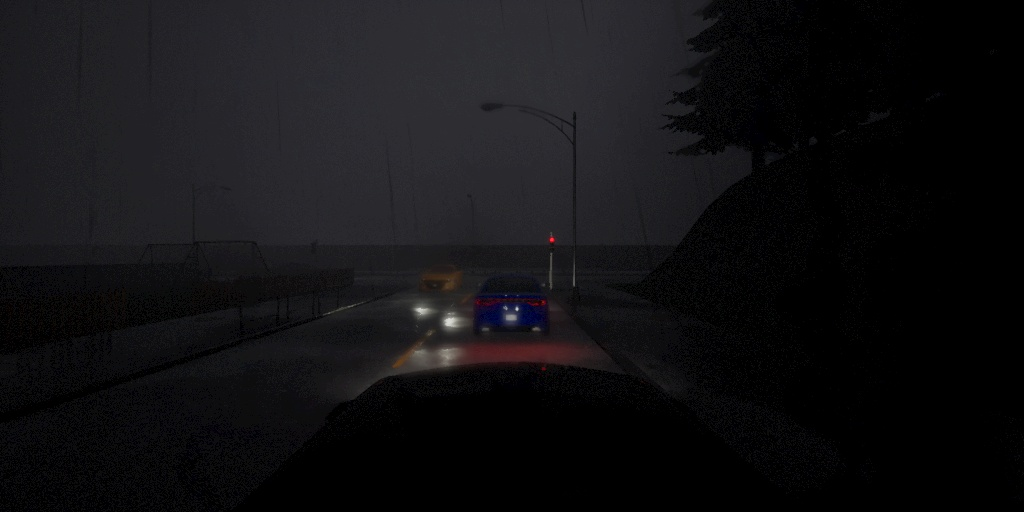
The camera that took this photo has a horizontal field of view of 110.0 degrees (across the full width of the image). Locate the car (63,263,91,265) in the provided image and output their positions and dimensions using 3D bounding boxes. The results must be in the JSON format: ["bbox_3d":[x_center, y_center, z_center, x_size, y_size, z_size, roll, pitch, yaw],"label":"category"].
[{"bbox_3d":[-36.813,1.314,30.515,4.181,1.385,1.994,0,0,0],"label":"car"}]

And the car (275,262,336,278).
[{"bbox_3d":[-17.604,1.255,30.584,4.892,1.490,1.837,0,0,0],"label":"car"}]

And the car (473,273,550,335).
[{"bbox_3d":[-0.004,1.228,10.492,1.882,1.535,5.008,0,0,0],"label":"car"}]

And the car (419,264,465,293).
[{"bbox_3d":[-3.916,1.227,20.742,1.882,1.535,5.008,0,0,0],"label":"car"}]
